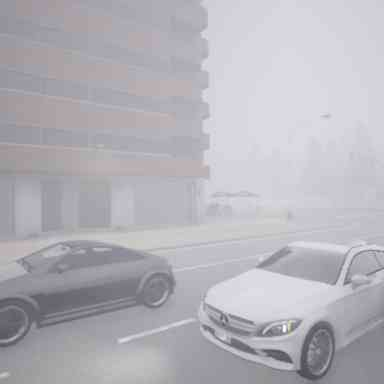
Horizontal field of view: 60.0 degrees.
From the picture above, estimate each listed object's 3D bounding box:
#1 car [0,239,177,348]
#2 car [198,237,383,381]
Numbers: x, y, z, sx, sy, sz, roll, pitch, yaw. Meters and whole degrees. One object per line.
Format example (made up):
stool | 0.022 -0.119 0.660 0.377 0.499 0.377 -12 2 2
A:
car | -2.377 1.680 6.572 4.181 1.385 1.994 0 -1 -37
car | 2.254 1.564 5.668 4.674 1.442 1.812 0 -1 -37
